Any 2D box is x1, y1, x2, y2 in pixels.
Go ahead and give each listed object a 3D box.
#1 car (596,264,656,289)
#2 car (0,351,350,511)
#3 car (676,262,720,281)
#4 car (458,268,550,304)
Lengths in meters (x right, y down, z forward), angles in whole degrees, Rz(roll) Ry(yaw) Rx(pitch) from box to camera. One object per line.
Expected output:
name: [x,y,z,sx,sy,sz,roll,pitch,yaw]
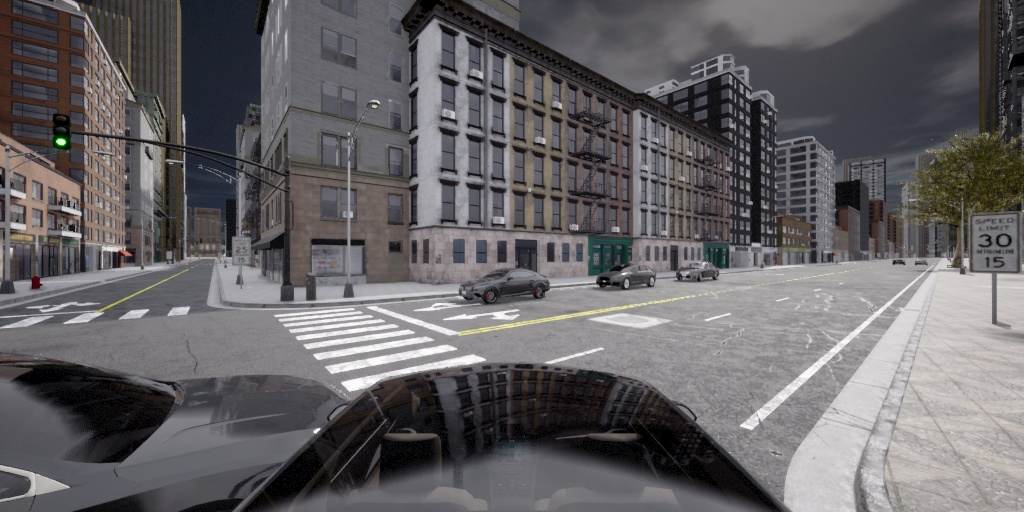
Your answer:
car: [7.379,1.256,22.941,4.892,1.490,1.837,0,0,-40]
car: [-3.242,1.257,1.617,4.892,1.490,1.837,0,0,-35]
car: [15.311,1.233,29.507,4.902,1.511,2.128,0,0,-40]
car: [-0.237,1.285,16.625,4.674,1.442,1.812,0,0,-40]
